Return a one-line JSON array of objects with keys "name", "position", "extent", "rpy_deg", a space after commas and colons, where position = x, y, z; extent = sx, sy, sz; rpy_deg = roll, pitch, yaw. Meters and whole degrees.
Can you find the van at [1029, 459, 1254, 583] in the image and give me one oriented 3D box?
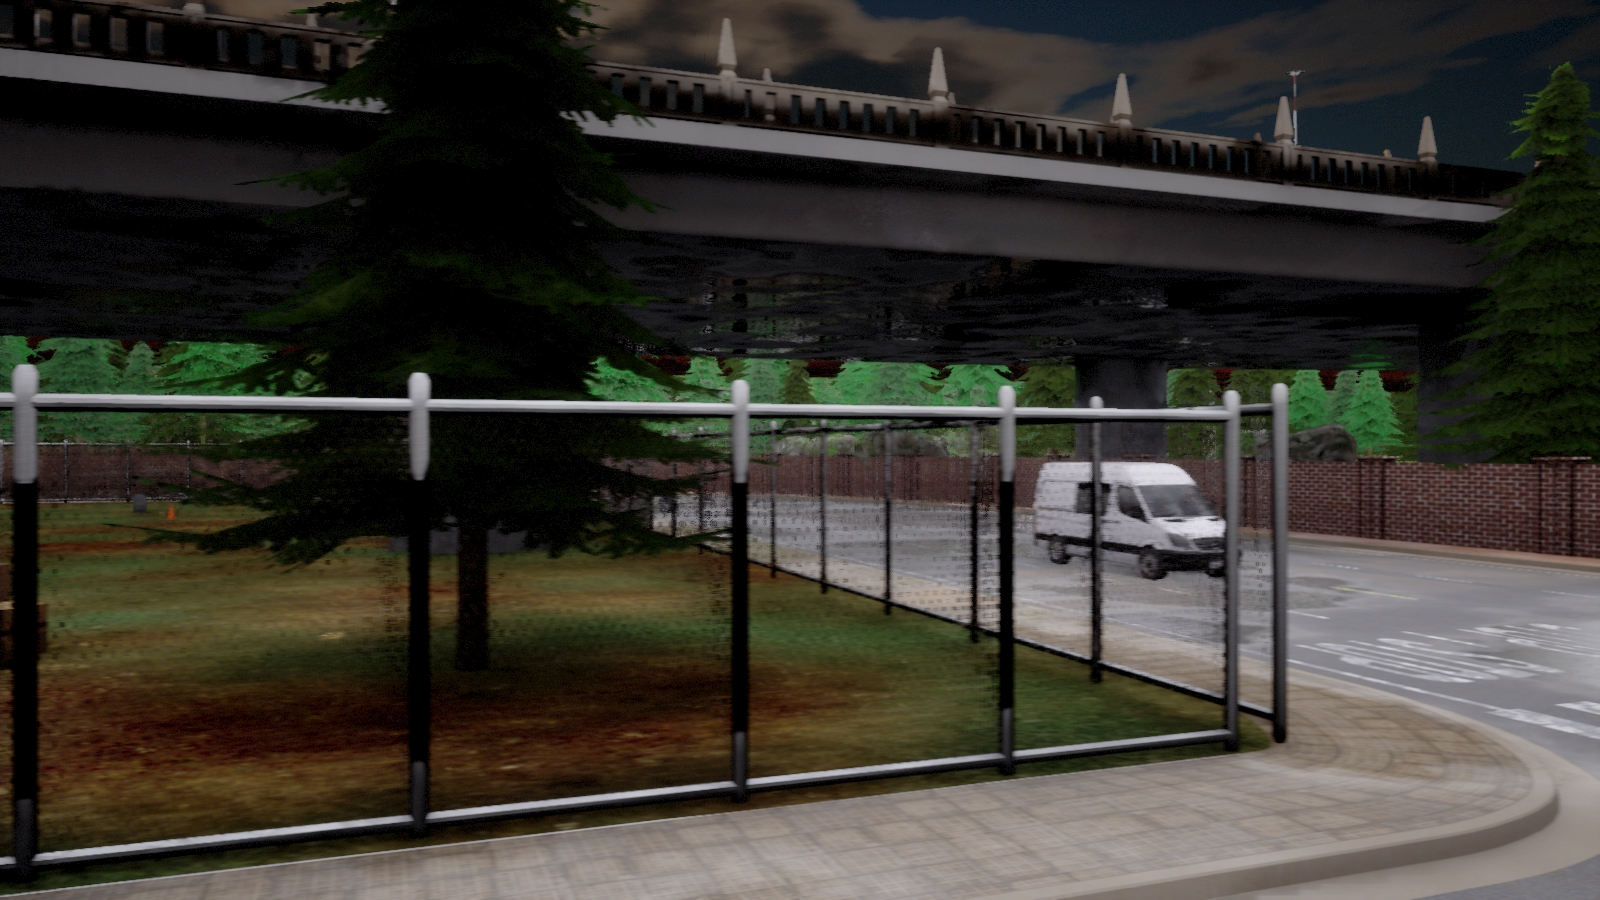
[{"name": "van", "position": [7.894, 1.528, 27.231], "extent": [1.988, 2.561, 5.915], "rpy_deg": [0, 0, -20]}]
